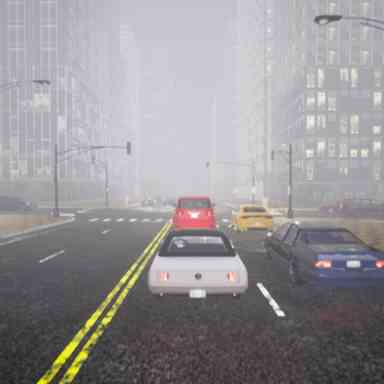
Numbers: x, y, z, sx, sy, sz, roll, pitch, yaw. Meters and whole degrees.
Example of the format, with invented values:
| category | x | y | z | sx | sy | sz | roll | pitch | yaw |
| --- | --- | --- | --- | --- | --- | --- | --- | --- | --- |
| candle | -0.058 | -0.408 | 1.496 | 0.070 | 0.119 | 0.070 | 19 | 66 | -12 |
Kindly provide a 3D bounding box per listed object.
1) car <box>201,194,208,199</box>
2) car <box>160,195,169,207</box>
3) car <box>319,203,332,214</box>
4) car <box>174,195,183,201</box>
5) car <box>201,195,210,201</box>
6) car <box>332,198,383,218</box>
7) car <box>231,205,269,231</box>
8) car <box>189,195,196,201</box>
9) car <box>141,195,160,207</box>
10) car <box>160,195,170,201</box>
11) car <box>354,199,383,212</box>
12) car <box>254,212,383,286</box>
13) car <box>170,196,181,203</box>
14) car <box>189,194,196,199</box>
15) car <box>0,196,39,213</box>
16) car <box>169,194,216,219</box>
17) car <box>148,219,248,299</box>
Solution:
| category | x | y | z | sx | sy | sz | roll | pitch | yaw |
| --- | --- | --- | --- | --- | --- | --- | --- | --- | --- |
| car | 3.342 | 1.230 | 92.036 | 1.812 | 1.442 | 4.674 | 0 | 0 | 0 |
| car | -3.288 | 1.508 | 51.232 | 1.994 | 1.385 | 4.181 | 0 | 0 | 0 |
| car | 16.557 | 1.576 | 36.596 | 5.008 | 1.535 | 1.882 | 0 | 1 | 1 |
| car | -3.172 | 1.424 | 79.391 | 2.128 | 1.511 | 4.902 | 0 | 0 | 0 |
| car | 3.332 | 1.426 | 81.619 | 2.033 | 1.411 | 5.357 | 0 | 0 | 0 |
| car | 16.232 | 1.506 | 30.817 | 5.009 | 1.841 | 2.192 | 1 | 0 | 1 |
| car | 3.373 | 1.460 | 19.230 | 1.882 | 1.535 | 5.008 | 0 | 0 | 1 |
| car | 0.082 | 1.410 | 82.038 | 1.812 | 1.442 | 4.674 | 0 | 0 | 0 |
| car | -6.544 | 1.435 | 50.798 | 2.128 | 1.511 | 4.902 | 0 | 0 | 0 |
| car | -6.423 | 1.452 | 78.443 | 1.994 | 1.385 | 4.181 | 0 | 0 | 0 |
| car | 21.849 | 1.627 | 39.098 | 4.829 | 1.417 | 1.752 | 1 | 0 | 1 |
| car | 3.365 | 1.540 | 9.412 | 2.033 | 1.411 | 5.357 | 0 | 0 | 0 |
| car | -3.216 | 1.523 | 66.016 | 1.895 | 1.301 | 4.718 | 0 | 0 | 1 |
| car | 0.092 | 1.230 | 92.040 | 1.812 | 1.442 | 4.674 | 0 | 0 | 0 |
| car | -18.183 | 1.195 | 33.999 | 4.553 | 1.767 | 2.097 | 0 | 1 | 1 |
| car | 0.118 | 1.205 | 18.143 | 2.150 | 2.045 | 5.566 | 0 | 0 | 0 |
| car | 0.110 | 1.594 | 8.384 | 1.895 | 1.301 | 4.718 | 0 | 0 | 0 |
